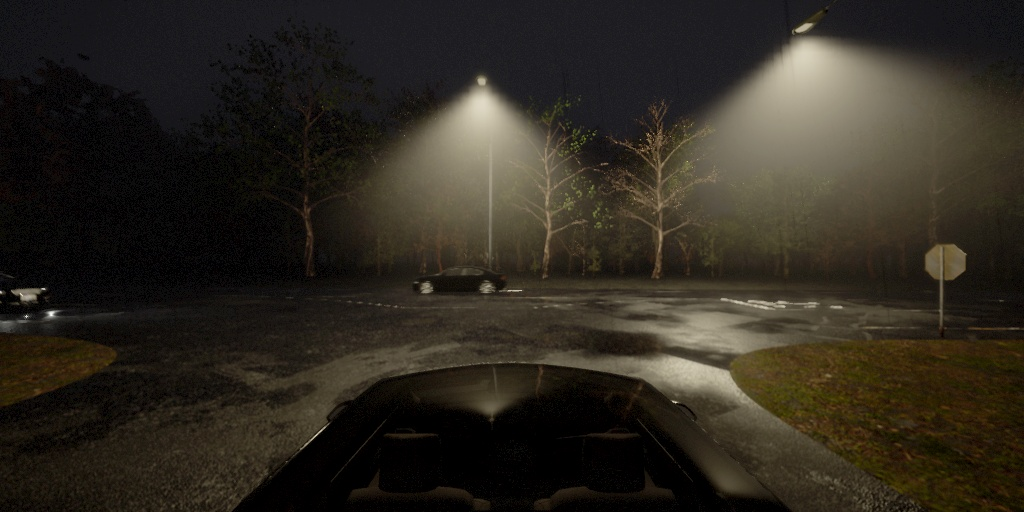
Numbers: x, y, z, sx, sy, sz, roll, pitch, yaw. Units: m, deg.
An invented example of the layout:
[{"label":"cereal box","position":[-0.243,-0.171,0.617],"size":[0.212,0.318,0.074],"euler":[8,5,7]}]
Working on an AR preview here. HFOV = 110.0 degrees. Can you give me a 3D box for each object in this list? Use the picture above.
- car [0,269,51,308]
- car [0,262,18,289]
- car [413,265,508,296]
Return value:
[{"label":"car","position":[-19.079,1.151,12.399],"size":[4.902,1.511,2.128],"euler":[0,0,1]},{"label":"car","position":[-31.013,1.093,19.705],"size":[4.902,1.511,2.128],"euler":[0,0,2]},{"label":"car","position":[-2.724,1.266,19.134],"size":[5.008,1.535,1.882],"euler":[0,0,0]}]
